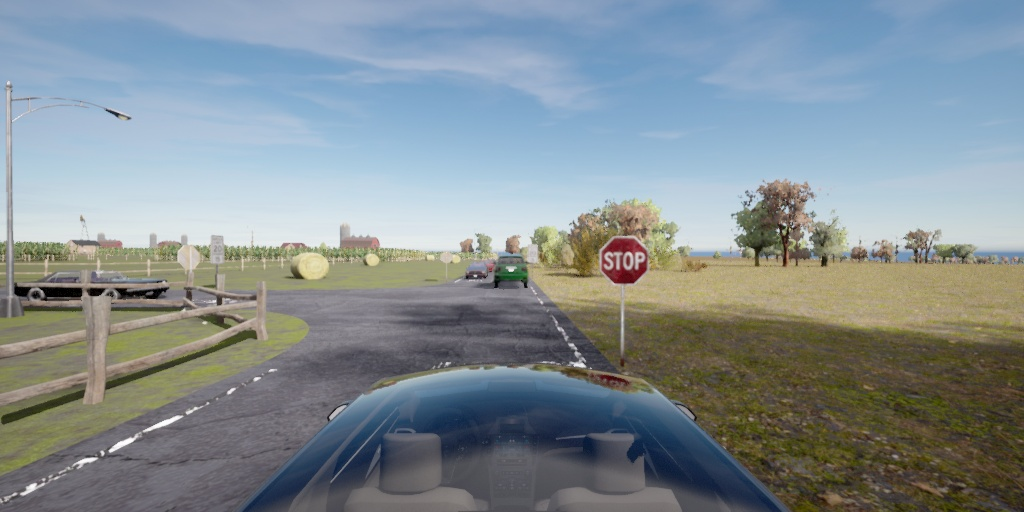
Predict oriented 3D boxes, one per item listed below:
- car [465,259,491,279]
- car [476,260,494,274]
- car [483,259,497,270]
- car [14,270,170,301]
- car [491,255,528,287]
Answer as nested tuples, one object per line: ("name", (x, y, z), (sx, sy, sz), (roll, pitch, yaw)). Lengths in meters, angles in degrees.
("car", (-3.084, 1.284, 32.570), (2.033, 1.411, 5.357), (0, 0, 0))
("car", (-3.154, 1.215, 42.683), (1.882, 1.535, 5.008), (0, 0, 0))
("car", (-3.219, 1.248, 53.058), (1.837, 1.490, 4.892), (0, 0, 0))
("car", (-17.448, 1.247, 15.044), (4.718, 1.301, 1.895), (0, 1, -1))
("car", (-0.071, 0.959, 24.299), (2.150, 2.045, 5.566), (0, 0, 0))
